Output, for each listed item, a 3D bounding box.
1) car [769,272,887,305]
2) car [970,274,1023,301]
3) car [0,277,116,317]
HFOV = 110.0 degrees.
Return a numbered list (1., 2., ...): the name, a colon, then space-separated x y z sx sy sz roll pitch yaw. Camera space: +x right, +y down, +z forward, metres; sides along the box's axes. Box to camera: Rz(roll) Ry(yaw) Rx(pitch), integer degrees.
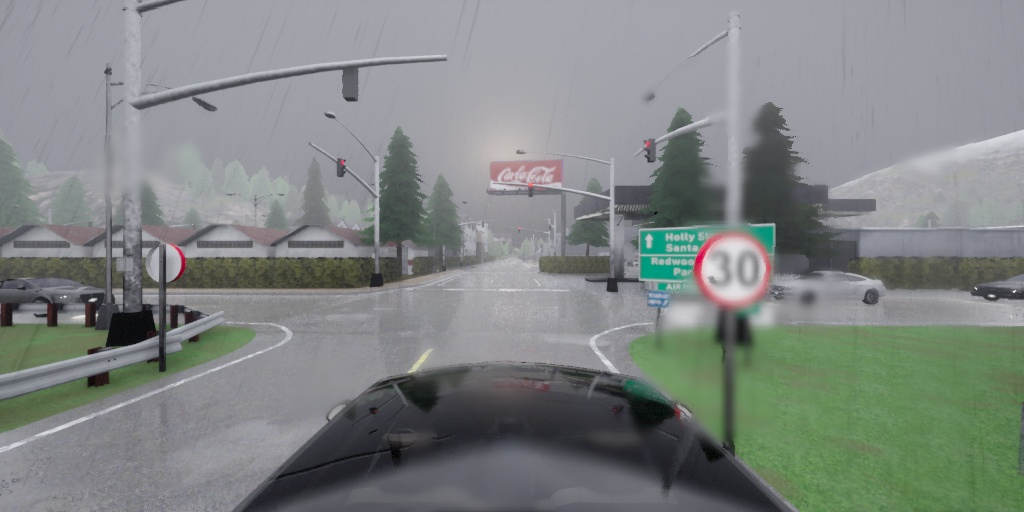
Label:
1. car: 14.854 1.467 16.948 4.674 1.442 1.812 0 0 0
2. car: 25.205 1.489 16.812 5.357 1.411 2.033 0 0 1
3. car: -18.055 1.505 13.768 4.181 1.385 1.994 0 0 1
